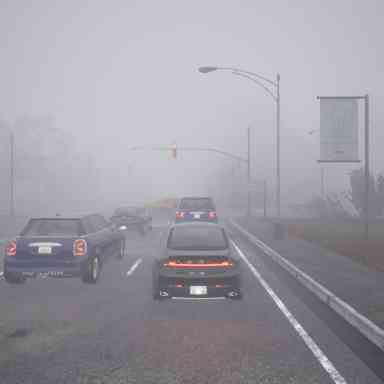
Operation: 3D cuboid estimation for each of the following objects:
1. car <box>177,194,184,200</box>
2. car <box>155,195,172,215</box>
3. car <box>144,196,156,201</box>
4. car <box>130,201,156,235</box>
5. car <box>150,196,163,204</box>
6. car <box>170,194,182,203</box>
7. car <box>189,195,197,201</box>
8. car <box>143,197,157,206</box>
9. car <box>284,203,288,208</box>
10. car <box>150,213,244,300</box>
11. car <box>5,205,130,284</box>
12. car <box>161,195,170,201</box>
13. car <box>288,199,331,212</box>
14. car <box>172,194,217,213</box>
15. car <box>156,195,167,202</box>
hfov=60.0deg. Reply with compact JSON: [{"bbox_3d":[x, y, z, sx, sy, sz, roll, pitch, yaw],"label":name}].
[{"bbox_3d":[-3.285,1.478,94.034,1.882,1.535,5.008,0,0,0],"label":"car"},{"bbox_3d":[-0.904,1.352,32.302,4.553,1.767,2.097,0,0,3],"label":"car"},{"bbox_3d":[-2.529,1.477,35.905,5.008,1.535,1.882,0,0,3],"label":"car"},{"bbox_3d":[-3.358,1.505,18.738,1.837,1.490,4.892,0,0,0],"label":"car"},{"bbox_3d":[-6.887,1.547,65.431,2.033,1.411,5.357,0,0,1],"label":"car"},{"bbox_3d":[-3.248,1.352,67.409,2.097,1.767,4.553,0,0,0],"label":"car"},{"bbox_3d":[0.196,1.471,85.913,1.882,1.535,5.008,0,0,0],"label":"car"},{"bbox_3d":[-6.958,1.526,55.704,1.812,1.442,4.674,0,0,0],"label":"car"},{"bbox_3d":[14.550,1.547,42.112,5.357,1.411,2.033,0,0,3],"label":"car"},{"bbox_3d":[0.119,1.505,8.363,1.837,1.490,4.892,0,0,0],"label":"car"},{"bbox_3d":[-3.378,1.352,9.778,2.097,1.767,4.553,0,0,0],"label":"car"},{"bbox_3d":[-6.806,1.494,85.166,1.837,1.490,4.892,0,0,0],"label":"car"},{"bbox_3d":[14.140,1.505,38.629,4.892,1.490,1.837,0,0,3],"label":"car"},{"bbox_3d":[0.165,1.221,18.211,2.150,2.045,5.566,0,0,-2],"label":"car"},{"bbox_3d":[-6.829,1.478,75.209,1.882,1.535,5.008,0,0,0],"label":"car"}]
